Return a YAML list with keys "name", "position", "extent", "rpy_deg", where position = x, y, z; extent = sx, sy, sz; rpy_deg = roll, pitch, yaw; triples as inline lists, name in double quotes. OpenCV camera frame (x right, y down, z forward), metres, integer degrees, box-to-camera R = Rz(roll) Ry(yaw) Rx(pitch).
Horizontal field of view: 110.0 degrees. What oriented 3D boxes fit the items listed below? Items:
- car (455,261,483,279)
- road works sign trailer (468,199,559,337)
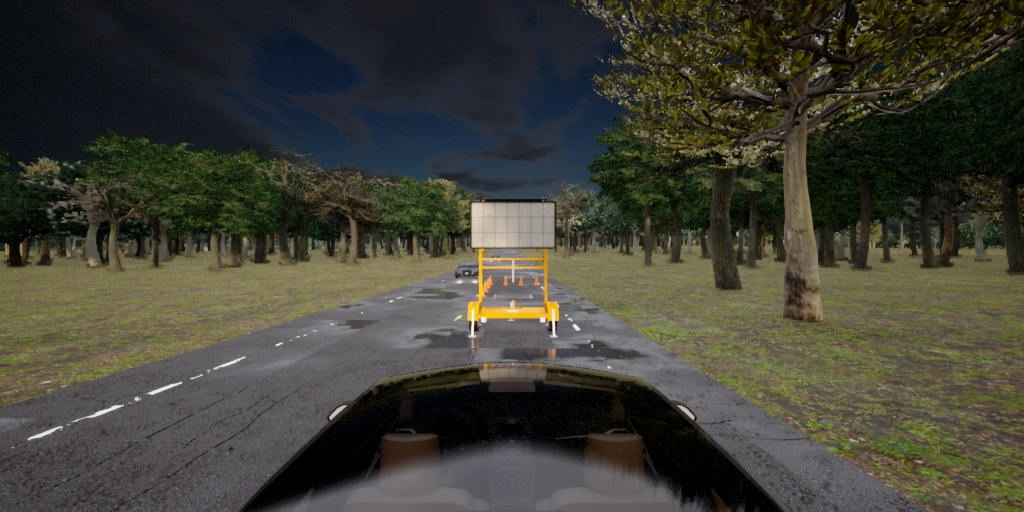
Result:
- name: "car"
  position: [-3.499, 1.133, 29.804]
  extent: [1.994, 1.385, 4.181]
  rpy_deg: [0, 1, 0]
- name: "road works sign trailer"
  position: [0.034, 0.198, 10.187]
  extent: [2.380, 3.560, 2.880]
  rpy_deg: [0, 0, 0]
